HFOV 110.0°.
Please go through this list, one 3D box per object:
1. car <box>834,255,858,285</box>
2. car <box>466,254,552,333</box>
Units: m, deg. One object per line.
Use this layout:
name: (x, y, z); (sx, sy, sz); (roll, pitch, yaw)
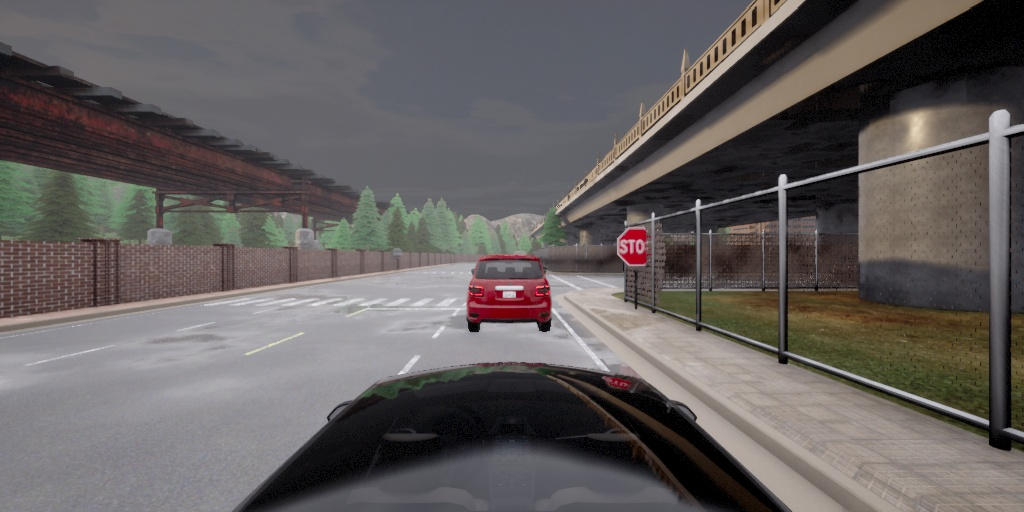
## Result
car: (24.696, 0.970, 23.754); (5.566, 2.045, 2.150); (0, 0, 0)
car: (-0.095, 0.973, 10.933); (2.150, 2.045, 5.566); (0, 0, -1)
